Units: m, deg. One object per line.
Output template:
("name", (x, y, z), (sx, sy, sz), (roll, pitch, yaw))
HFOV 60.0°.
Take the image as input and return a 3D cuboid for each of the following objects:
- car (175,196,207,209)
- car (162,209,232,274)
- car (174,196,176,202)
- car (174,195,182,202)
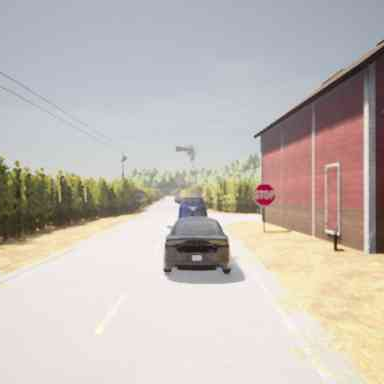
("car", (0.024, 1.354, 26.483), (2.150, 2.045, 5.566), (0, 0, -1))
("car", (0.162, 1.532, 10.853), (1.882, 1.535, 5.008), (0, 0, 1))
("car", (-2.945, 1.846, 76.109), (1.882, 1.535, 5.008), (0, 0, -4))
("car", (-3.652, 1.698, 86.476), (2.097, 1.767, 4.553), (0, 0, -4))
